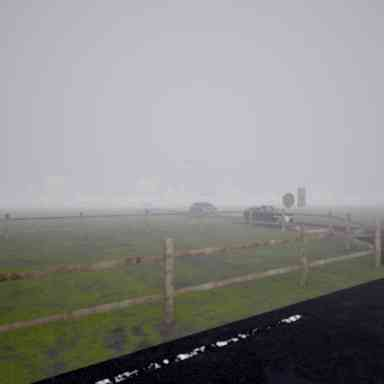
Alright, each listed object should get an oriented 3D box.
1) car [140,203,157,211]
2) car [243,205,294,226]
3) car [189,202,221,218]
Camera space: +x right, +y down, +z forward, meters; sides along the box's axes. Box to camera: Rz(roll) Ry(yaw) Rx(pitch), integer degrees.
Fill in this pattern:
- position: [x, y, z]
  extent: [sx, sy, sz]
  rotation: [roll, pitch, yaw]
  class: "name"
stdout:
- position: [-7.469, 2.530, 56.678]
  extent: [1.895, 1.301, 4.718]
  rotation: [1, -1, -23]
  class: "car"
- position: [5.804, 1.787, 25.801]
  extent: [2.128, 1.511, 4.902]
  rotation: [1, -1, -23]
  class: "car"
- position: [1.350, 1.859, 36.101]
  extent: [2.097, 1.767, 4.553]
  rotation: [1, -1, -23]
  class: "car"
